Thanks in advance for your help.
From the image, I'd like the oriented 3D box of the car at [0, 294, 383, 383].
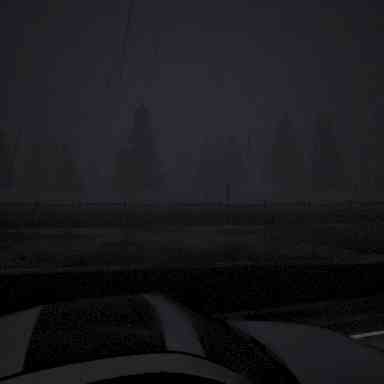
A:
[{"bbox_3d":[-0.355,1.525,2.257,4.674,1.442,1.812,0,0,-18],"label":"car"}]
